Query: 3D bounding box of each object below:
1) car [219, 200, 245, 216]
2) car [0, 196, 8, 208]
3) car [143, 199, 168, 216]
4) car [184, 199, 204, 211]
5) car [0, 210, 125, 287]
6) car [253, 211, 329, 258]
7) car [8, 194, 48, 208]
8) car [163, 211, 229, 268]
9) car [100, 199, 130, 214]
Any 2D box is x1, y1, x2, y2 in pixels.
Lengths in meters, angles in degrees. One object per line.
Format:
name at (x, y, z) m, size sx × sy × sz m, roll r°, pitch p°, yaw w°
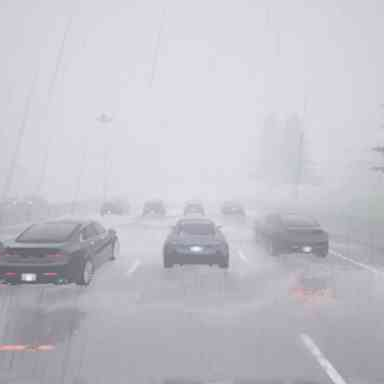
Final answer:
car at (3.679, 1.439, 30.989) m, size 1.994 × 1.385 × 4.181 m, roll 0°, pitch 1°, yaw 0°
car at (-20.987, 1.209, 37.967) m, size 1.837 × 1.490 × 4.892 m, roll 0°, pitch 1°, yaw 0°
car at (-3.323, 1.366, 30.359) m, size 1.837 × 1.490 × 4.892 m, roll 0°, pitch 1°, yaw 0°
car at (0.179, 1.386, 31.173) m, size 1.812 × 1.442 × 4.674 m, roll 0°, pitch 1°, yaw 0°
car at (-3.379, 1.500, 9.325) m, size 1.837 × 1.490 × 4.892 m, roll 0°, pitch 1°, yaw 0°
car at (3.630, 1.514, 12.867) m, size 1.837 × 1.490 × 4.892 m, roll 0°, pitch 1°, yaw 0°
car at (-17.495, 1.092, 36.202) m, size 2.097 × 1.767 × 4.553 m, roll 0°, pitch 1°, yaw 0°
car at (0.127, 1.565, 11.336) m, size 1.994 × 1.385 × 4.181 m, roll 0°, pitch 0°, yaw 0°
car at (-6.825, 1.361, 29.810) m, size 1.837 × 1.490 × 4.892 m, roll 0°, pitch 1°, yaw 0°
